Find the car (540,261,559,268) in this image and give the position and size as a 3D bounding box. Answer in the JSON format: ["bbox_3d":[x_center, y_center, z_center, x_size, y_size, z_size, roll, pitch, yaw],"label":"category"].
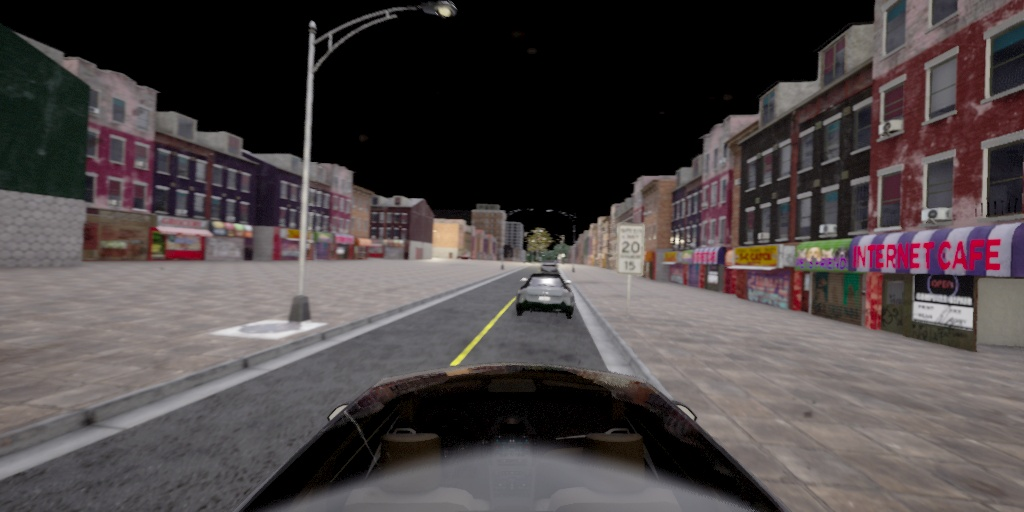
[{"bbox_3d":[4.042,1.313,38.792,2.128,1.511,4.902,2,0,7],"label":"car"}]

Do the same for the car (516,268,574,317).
[{"bbox_3d":[1.264,1.342,13.521,1.994,1.385,4.181,2,0,6],"label":"car"}]
